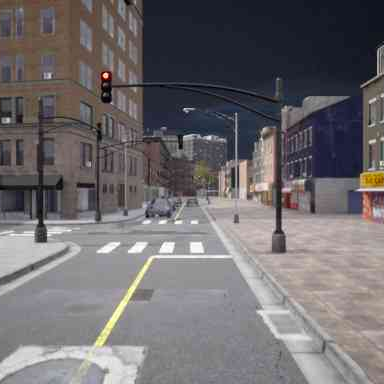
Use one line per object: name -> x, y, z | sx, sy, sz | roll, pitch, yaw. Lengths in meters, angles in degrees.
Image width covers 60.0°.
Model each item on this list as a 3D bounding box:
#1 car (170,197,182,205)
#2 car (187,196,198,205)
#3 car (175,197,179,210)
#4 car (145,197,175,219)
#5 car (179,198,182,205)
car -> -2.864, 1.581, 60.323 | 1.994, 1.385, 4.181 | 0, 0, 0
car -> 0.052, 1.506, 58.130 | 2.128, 1.511, 4.902 | 0, 0, 0
car -> -2.882, 1.512, 40.325 | 1.837, 1.490, 4.892 | 0, 0, 0
car -> -2.874, 1.354, 29.421 | 2.097, 1.767, 4.553 | 0, 0, 0
car -> -2.885, 1.516, 50.292 | 1.837, 1.490, 4.892 | 0, 0, 0
